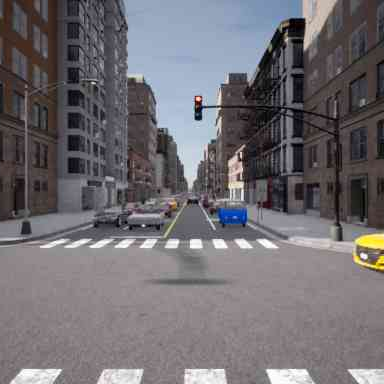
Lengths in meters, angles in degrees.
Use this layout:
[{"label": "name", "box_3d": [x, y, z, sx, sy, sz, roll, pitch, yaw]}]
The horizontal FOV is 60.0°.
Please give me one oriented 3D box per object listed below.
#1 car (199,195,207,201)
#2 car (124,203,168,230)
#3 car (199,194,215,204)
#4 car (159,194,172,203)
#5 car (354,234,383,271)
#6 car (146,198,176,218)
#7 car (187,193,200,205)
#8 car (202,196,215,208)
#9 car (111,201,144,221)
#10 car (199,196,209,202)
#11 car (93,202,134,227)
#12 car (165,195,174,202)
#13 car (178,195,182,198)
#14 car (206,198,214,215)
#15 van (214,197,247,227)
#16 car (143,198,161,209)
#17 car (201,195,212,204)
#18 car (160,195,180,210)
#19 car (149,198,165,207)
[{"label": "car", "box_3d": [2.700, 1.530, 84.926, 1.947, 1.339, 4.313, 0, 0, 0]}, {"label": "car", "box_3d": [-2.804, 1.600, 21.136, 1.895, 1.301, 4.718, 0, 0, -1]}, {"label": "car", "box_3d": [2.675, 1.305, 50.839, 2.192, 1.841, 5.009, 0, 0, 0]}, {"label": "car", "box_3d": [-5.338, 1.292, 67.884, 2.192, 1.841, 5.009, 0, 0, 0]}, {"label": "car", "box_3d": [7.243, 1.529, 9.626, 5.008, 1.535, 1.882, 1, 0, -9]}, {"label": "car", "box_3d": [-2.824, 1.562, 30.281, 1.994, 1.385, 4.181, 0, 0, 0]}, {"label": "car", "box_3d": [0.152, 1.463, 56.855, 1.882, 1.535, 5.008, 0, 0, 0]}, {"label": "car", "box_3d": [2.670, 1.576, 45.157, 1.802, 1.307, 4.206, 0, 0, 0]}, {"label": "car", "box_3d": [-5.367, 1.543, 28.111, 1.887, 1.381, 4.507, 0, 0, 0]}, {"label": "car", "box_3d": [2.691, 1.524, 73.563, 2.008, 1.369, 4.403, 0, 0, 0]}, {"label": "car", "box_3d": [-5.372, 1.550, 22.429, 2.008, 1.369, 4.403, 0, 0, 0]}, {"label": "car", "box_3d": [-5.330, 1.409, 79.247, 1.967, 1.590, 4.097, 0, 0, 0]}, {"label": "car", "box_3d": [-2.773, 1.591, 50.033, 1.895, 1.301, 4.718, 0, 0, 0]}, {"label": "car", "box_3d": [2.662, 1.580, 33.794, 1.802, 1.307, 4.206, 0, 0, 0]}, {"label": "van", "box_3d": [2.653, 1.340, 22.432, 1.690, 1.788, 3.998, 0, 0, 0]}, {"label": "car", "box_3d": [-5.355, 1.519, 44.987, 1.752, 1.417, 4.829, 0, 0, 0]}, {"label": "car", "box_3d": [2.683, 1.422, 62.201, 1.967, 1.590, 4.097, 0, 0, 0]}, {"label": "car", "box_3d": [-2.814, 1.474, 39.927, 1.882, 1.535, 5.008, 0, 0, 0]}, {"label": "car", "box_3d": [-5.350, 1.556, 50.839, 1.947, 1.339, 4.313, 0, 0, 0]}]
